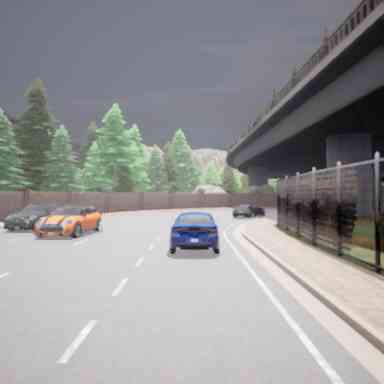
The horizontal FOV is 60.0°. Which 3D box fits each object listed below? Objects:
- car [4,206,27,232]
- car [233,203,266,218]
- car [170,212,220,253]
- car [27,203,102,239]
[{"bbox_3d":[-9.827,1.517,21.418,2.097,1.767,4.553,0,0,8],"label":"car"},{"bbox_3d":[5.729,1.818,32.940,1.994,1.385,4.181,0,-1,35],"label":"car"},{"bbox_3d":[0.143,1.588,14.277,1.882,1.535,5.008,0,0,1],"label":"car"},{"bbox_3d":[-6.666,1.494,18.384,2.097,1.767,4.553,0,0,5],"label":"car"}]
